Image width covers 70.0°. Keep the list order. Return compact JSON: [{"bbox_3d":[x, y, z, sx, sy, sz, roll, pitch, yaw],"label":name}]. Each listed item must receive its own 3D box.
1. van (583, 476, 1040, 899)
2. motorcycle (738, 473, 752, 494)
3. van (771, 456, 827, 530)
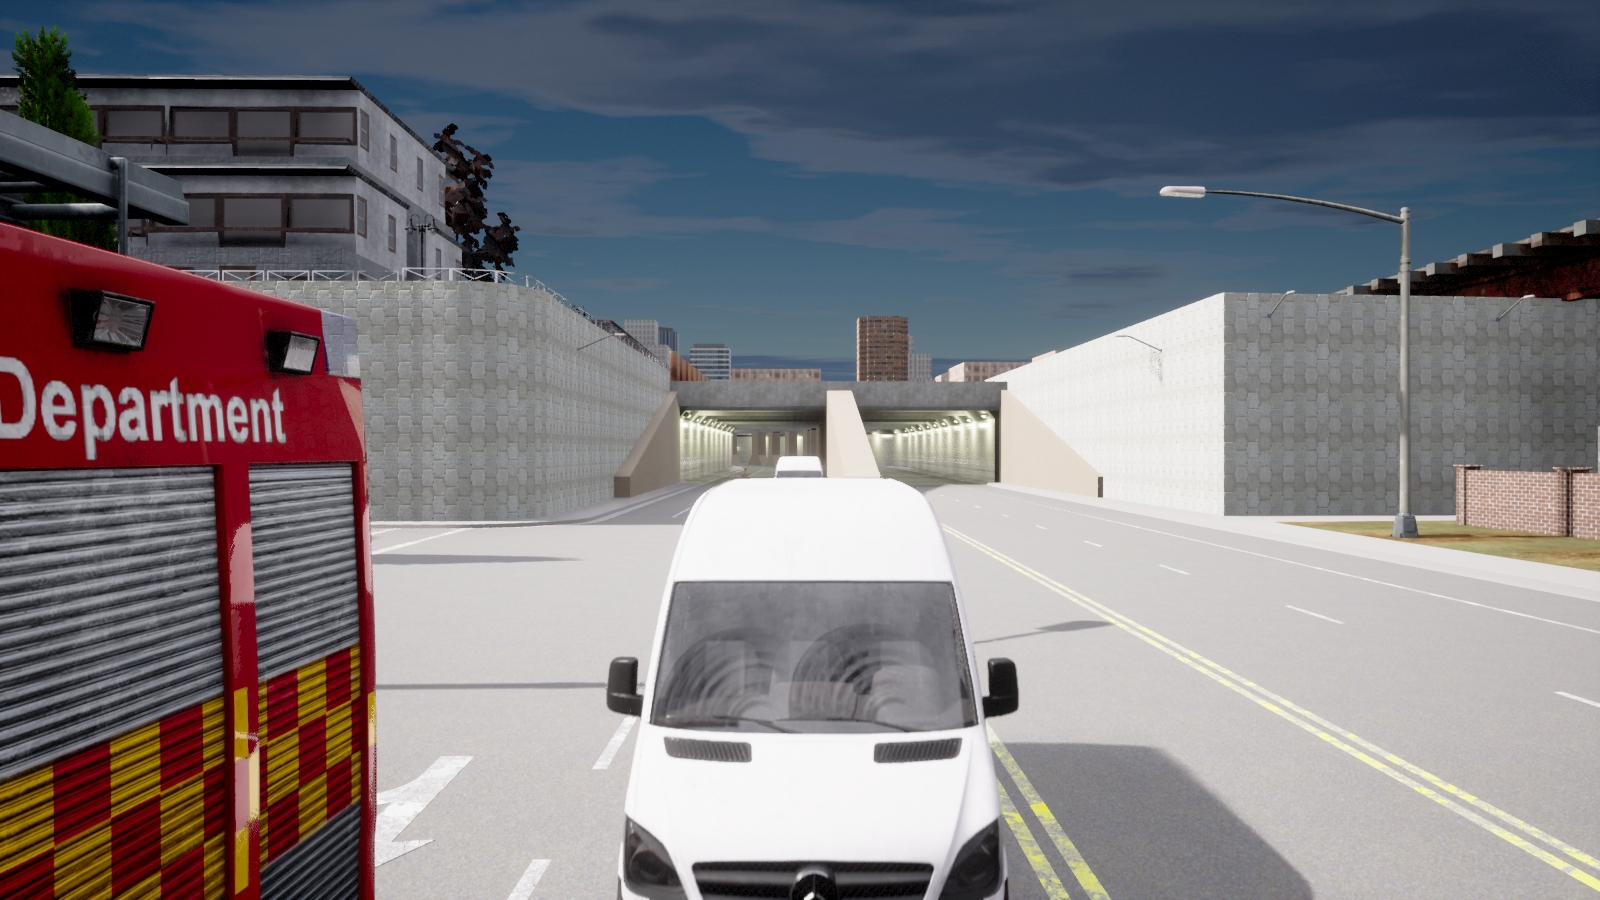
[{"bbox_3d":[0.076,1.533,7.932,1.988,2.561,5.915,0,0,1],"label":"van"},{"bbox_3d":[-3.555,2.170,73.787,0.764,1.277,2.356,0,0,0],"label":"motorcycle"},{"bbox_3d":[-0.038,1.534,43.401,1.988,2.561,5.915,0,0,0],"label":"van"}]
